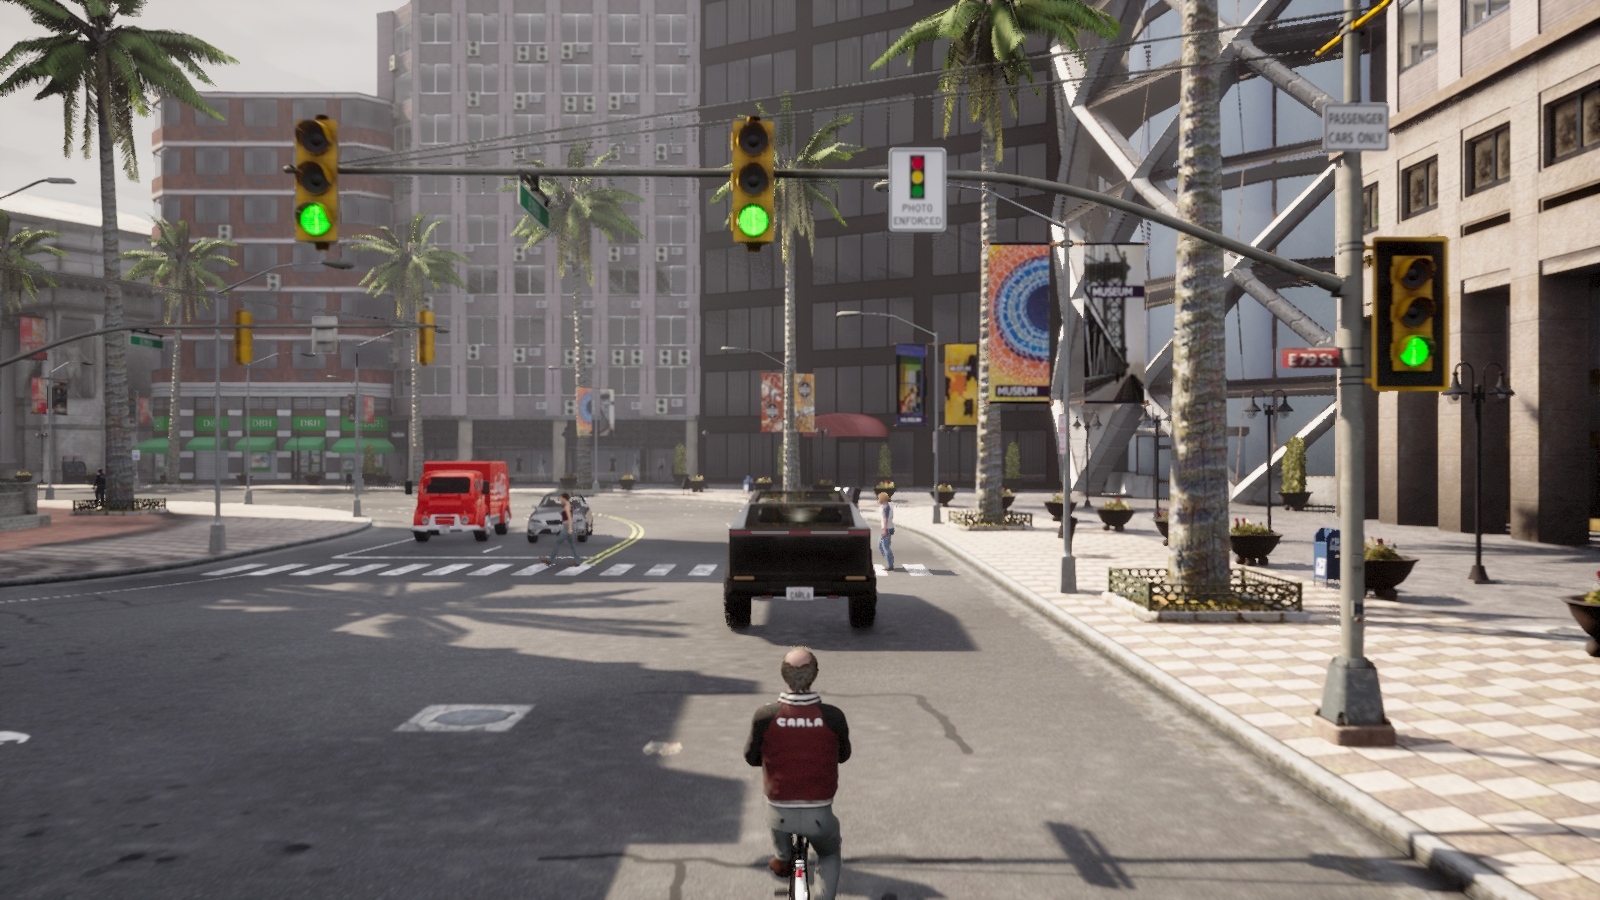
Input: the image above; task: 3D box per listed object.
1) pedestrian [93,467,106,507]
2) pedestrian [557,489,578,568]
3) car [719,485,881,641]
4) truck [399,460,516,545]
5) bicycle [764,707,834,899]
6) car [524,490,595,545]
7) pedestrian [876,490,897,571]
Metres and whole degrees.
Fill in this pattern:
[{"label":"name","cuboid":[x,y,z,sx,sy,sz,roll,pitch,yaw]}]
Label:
[{"label":"pedestrian","cuboid":[-32.600,1.720,53.137,0.375,1.860,0.375,0,0,28]},{"label":"pedestrian","cuboid":[-5.542,1.861,27.240,0.375,1.860,0.375,0,0,6]},{"label":"car","cuboid":[-0.001,1.764,19.957,2.390,2.098,6.274,0,0,0]},{"label":"truck","cuboid":[-10.876,1.585,36.749,2.627,2.467,5.204,0,0,-6]},{"label":"bicycle","cuboid":[-0.007,2.213,6.282,0.329,1.171,1.835,0,0,0]},{"label":"car","cuboid":[-7.514,2.082,36.087,1.816,1.474,4.193,0,0,-7]},{"label":"pedestrian","cuboid":[2.006,1.862,26.508,0.375,1.860,0.375,0,0,24]}]
